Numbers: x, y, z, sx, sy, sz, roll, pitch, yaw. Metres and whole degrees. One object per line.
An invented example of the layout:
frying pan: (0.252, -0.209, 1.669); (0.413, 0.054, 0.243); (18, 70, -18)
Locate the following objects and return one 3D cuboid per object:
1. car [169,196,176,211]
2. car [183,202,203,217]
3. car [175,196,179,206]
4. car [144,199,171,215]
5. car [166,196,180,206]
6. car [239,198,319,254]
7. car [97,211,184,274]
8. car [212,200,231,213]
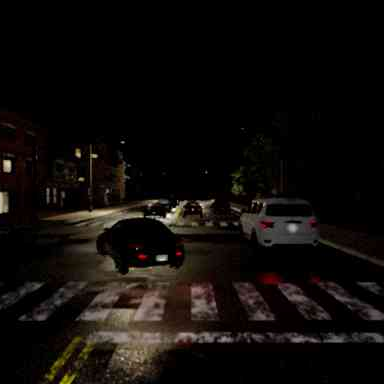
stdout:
car: (-3.383, 1.634, 39.994); (2.128, 1.511, 4.902); (0, 0, 0)
car: (0.067, 1.664, 32.745); (2.033, 1.411, 5.357); (0, 0, 0)
car: (-3.345, 1.741, 49.455); (1.994, 1.385, 4.181); (0, 0, 0)
car: (-3.368, 1.675, 31.214); (1.994, 1.385, 4.181); (0, 0, 0)
car: (-3.366, 1.566, 59.577); (2.097, 1.767, 4.553); (0, 0, 0)
car: (3.353, 1.269, 13.760); (2.150, 2.045, 5.566); (0, 0, 0)
car: (-1.779, 1.564, 10.807); (1.812, 1.442, 4.674); (1, 0, -25)
car: (3.300, 1.614, 38.341); (1.882, 1.535, 5.008); (0, 0, 0)
